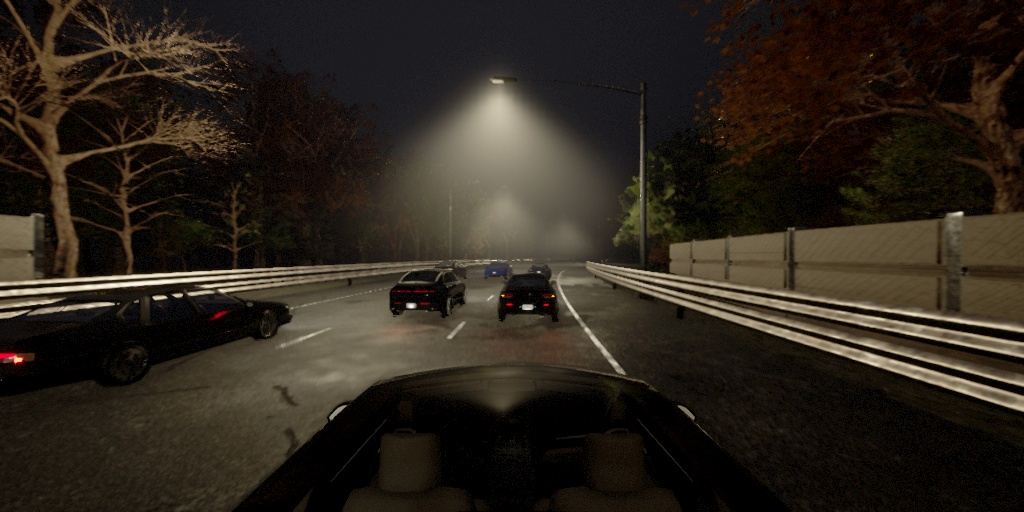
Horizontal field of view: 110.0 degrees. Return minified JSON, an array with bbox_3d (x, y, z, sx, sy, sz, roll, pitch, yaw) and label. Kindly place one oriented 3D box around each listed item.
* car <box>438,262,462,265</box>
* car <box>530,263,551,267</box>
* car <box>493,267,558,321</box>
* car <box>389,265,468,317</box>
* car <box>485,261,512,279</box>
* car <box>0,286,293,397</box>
[{"bbox_3d":[-4.925,1.201,29.097,2.128,1.511,4.902,0,0,7],"label":"car"},{"bbox_3d":[2.480,1.301,31.757,1.994,1.385,4.181,0,0,8],"label":"car"},{"bbox_3d":[0.559,1.270,12.336,1.812,1.442,4.674,0,0,3],"label":"car"},{"bbox_3d":[-2.884,1.241,13.151,1.837,1.490,4.892,0,0,3],"label":"car"},{"bbox_3d":[-1.101,1.200,31.373,1.882,1.535,5.008,0,0,7],"label":"car"},{"bbox_3d":[-6.709,1.284,6.873,2.033,1.411,5.357,0,0,2],"label":"car"}]
